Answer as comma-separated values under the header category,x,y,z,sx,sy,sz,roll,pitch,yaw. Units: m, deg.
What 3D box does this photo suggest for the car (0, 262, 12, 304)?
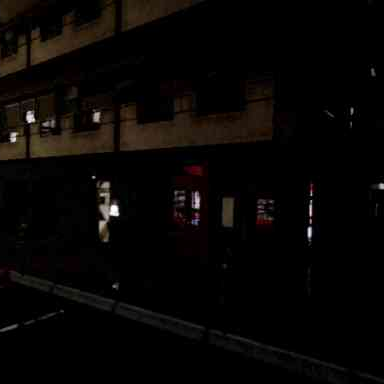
category,x,y,z,sx,sy,sz,roll,pitch,yaw
car,-5.167,1.526,6.546,4.206,1.307,1.802,0,1,35
